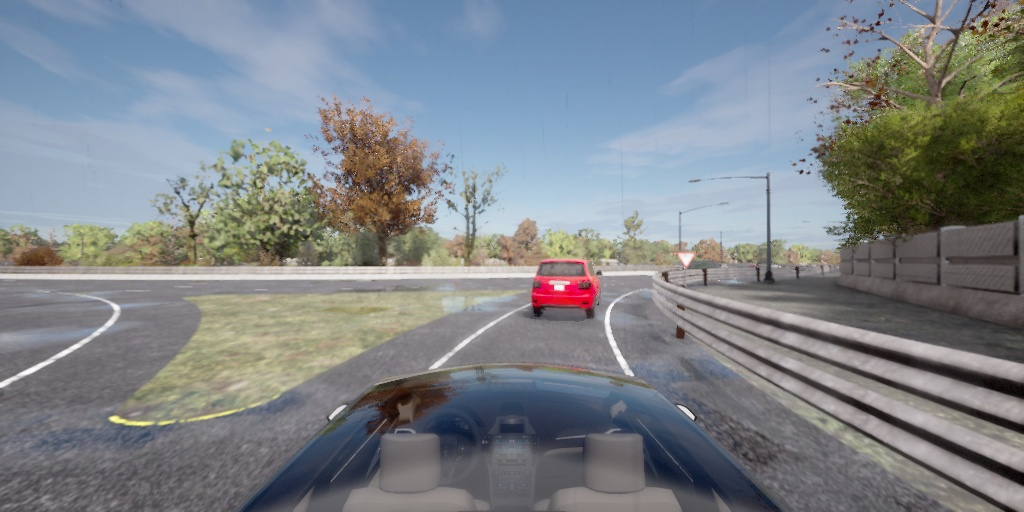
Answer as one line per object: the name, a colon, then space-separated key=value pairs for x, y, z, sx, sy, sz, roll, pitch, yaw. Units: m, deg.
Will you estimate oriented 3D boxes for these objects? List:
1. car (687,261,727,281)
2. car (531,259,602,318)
car: x=20.791 y=1.510 z=38.348 sx=5.566 sy=2.045 sz=2.150 roll=1 pitch=-1 yaw=-36
car: x=2.267 y=1.140 z=14.077 sx=2.150 sy=2.045 sz=5.566 roll=0 pitch=-1 yaw=16
